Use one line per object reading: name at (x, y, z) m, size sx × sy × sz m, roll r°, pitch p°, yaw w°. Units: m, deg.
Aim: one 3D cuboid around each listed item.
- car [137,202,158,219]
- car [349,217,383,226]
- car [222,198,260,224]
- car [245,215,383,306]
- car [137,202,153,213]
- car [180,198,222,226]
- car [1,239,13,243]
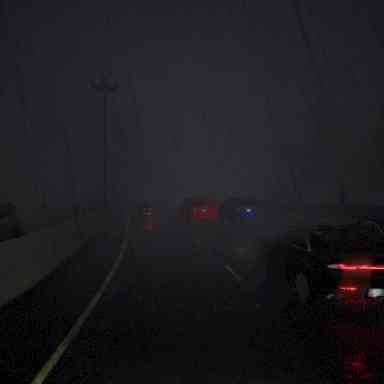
car at (-4.434, 1.820, 33.386) m, size 1.837 × 1.490 × 4.892 m, roll 0°, pitch -1°, yaw -10°
car at (6.207, 1.594, 11.357) m, size 2.128 × 1.511 × 4.902 m, roll 0°, pitch -1°, yaw -6°
car at (3.750, 1.478, 27.302) m, size 2.150 × 2.045 × 5.566 m, roll 0°, pitch 0°, yaw -10°
car at (3.028, 1.567, 8.225) m, size 2.128 × 1.511 × 4.902 m, roll 0°, pitch -1°, yaw -5°
car at (-6.261, 2.014, 43.685) m, size 1.895 × 1.301 × 4.718 m, roll 0°, pitch -1°, yaw -10°
car at (0.428, 1.466, 25.998) m, size 2.150 × 2.045 × 5.566 m, roll 0°, pitch 0°, yaw -10°
car at (-8.096, 1.340, 12.085) m, size 2.150 × 2.045 × 5.566 m, roll 0°, pitch -1°, yaw -8°
